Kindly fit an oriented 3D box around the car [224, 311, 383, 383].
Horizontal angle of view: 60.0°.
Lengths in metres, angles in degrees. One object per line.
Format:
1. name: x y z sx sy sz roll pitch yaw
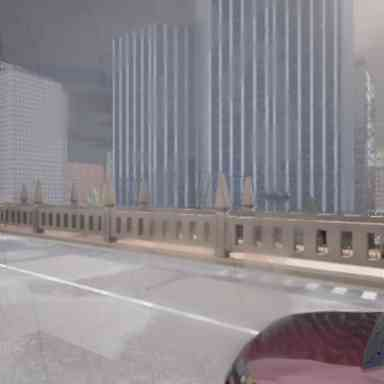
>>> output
1. car: 2.291 1.565 2.371 4.181 1.385 1.994 0 0 35
